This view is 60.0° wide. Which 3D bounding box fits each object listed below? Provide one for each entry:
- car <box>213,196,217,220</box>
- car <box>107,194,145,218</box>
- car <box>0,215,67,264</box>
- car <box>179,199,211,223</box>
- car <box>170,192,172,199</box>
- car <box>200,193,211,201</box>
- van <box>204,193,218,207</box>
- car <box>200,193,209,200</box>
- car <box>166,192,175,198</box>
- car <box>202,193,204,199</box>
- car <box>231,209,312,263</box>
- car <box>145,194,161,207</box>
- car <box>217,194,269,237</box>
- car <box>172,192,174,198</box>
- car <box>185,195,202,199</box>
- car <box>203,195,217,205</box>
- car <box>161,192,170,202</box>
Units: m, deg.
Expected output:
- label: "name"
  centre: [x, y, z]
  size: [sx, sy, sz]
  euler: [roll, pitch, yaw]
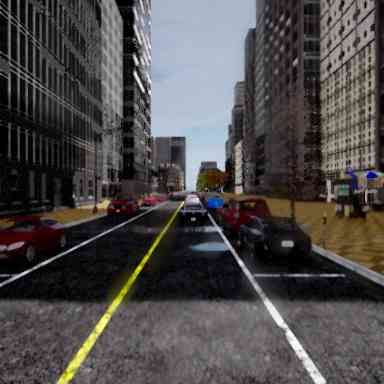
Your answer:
- label: "car"
  centre: [2.692, 1.275, 22.531]
  size: [1.967, 1.590, 4.097]
  euler: [0, 0, 0]
- label: "car"
  centre: [-5.688, 1.110, 28.068]
  size: [2.192, 1.841, 5.009]
  euler: [0, 0, 0]
- label: "car"
  centre: [-5.687, 1.498, 11.453]
  size: [1.802, 1.307, 4.206]
  euler: [0, 0, 0]
- label: "car"
  centre: [0.096, 1.429, 23.463]
  size: [1.895, 1.301, 4.718]
  euler: [0, 0, 0]
- label: "car"
  centre: [-5.692, 0.951, 66.843]
  size: [1.967, 1.590, 4.097]
  euler: [0, 0, 0]
- label: "car"
  centre: [2.688, 0.951, 66.844]
  size: [1.967, 1.590, 4.097]
  euler: [0, 0, 0]
- label: "van"
  centre: [2.691, 1.055, 39.148]
  size: [1.690, 1.788, 3.998]
  euler: [0, 0, 0]
- label: "car"
  centre: [2.687, 0.994, 72.553]
  size: [1.752, 1.417, 4.829]
  euler: [0, 0, 0]
- label: "car"
  centre: [-5.695, 0.788, 88.999]
  size: [1.967, 1.590, 4.097]
  euler: [0, 0, 0]
- label: "car"
  centre: [2.690, 1.113, 44.688]
  size: [1.967, 1.590, 4.097]
  euler: [0, 0, 0]
- label: "car"
  centre: [2.693, 1.482, 11.454]
  size: [1.947, 1.339, 4.313]
  euler: [0, 0, 0]
- label: "car"
  centre: [-5.691, 1.218, 44.687]
  size: [1.887, 1.381, 4.507]
  euler: [0, 0, 0]
- label: "car"
  centre: [2.694, 1.191, 16.991]
  size: [2.192, 1.841, 5.009]
  euler: [0, 0, 0]
- label: "car"
  centre: [-5.693, 1.021, 72.383]
  size: [2.008, 1.369, 4.403]
  euler: [0, 0, 0]
- label: "car"
  centre: [0.095, 1.195, 45.227]
  size: [1.812, 1.442, 4.674]
  euler: [0, 1, 0]
- label: "car"
  centre: [2.689, 1.157, 50.397]
  size: [1.752, 1.417, 4.829]
  euler: [0, 0, 0]
- label: "car"
  centre: [-5.692, 1.096, 61.304]
  size: [1.887, 1.381, 4.507]
  euler: [0, 0, 0]
